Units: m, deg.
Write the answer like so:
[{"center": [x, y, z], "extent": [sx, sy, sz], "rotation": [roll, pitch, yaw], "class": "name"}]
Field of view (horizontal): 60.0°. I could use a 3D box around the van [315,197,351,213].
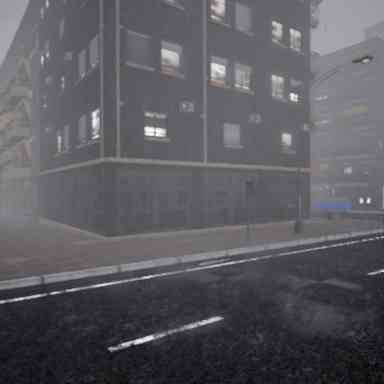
[{"center": [16.588, 1.506, 39.310], "extent": [1.690, 1.788, 3.998], "rotation": [-1, 0, -36], "class": "van"}]
